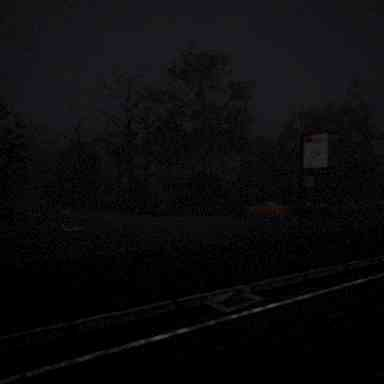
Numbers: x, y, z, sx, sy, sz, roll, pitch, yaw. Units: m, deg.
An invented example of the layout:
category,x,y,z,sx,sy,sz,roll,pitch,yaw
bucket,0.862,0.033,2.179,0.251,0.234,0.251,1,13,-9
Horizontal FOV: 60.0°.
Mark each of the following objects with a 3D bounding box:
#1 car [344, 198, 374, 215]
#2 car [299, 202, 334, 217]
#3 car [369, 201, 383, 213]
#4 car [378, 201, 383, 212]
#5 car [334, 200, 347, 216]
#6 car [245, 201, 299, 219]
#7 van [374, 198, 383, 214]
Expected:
category,x,y,z,sx,sy,sz,roll,pitch,yaw
car,18.556,1.784,39.710,2.185,1.767,4.553,1,-1,-36
car,11.732,1.771,34.887,2.097,1.535,5.008,1,-1,-35
car,27.703,2.120,46.059,1.946,1.575,5.366,1,-1,-36
car,29.864,2.177,47.826,2.097,1.535,5.008,1,-1,-36
car,14.002,1.855,36.502,2.002,1.452,4.674,1,-1,-35
car,7.204,1.696,31.647,2.097,1.535,5.008,1,0,-35
van,20.734,1.735,41.447,1.878,1.987,4.442,1,-1,-36
